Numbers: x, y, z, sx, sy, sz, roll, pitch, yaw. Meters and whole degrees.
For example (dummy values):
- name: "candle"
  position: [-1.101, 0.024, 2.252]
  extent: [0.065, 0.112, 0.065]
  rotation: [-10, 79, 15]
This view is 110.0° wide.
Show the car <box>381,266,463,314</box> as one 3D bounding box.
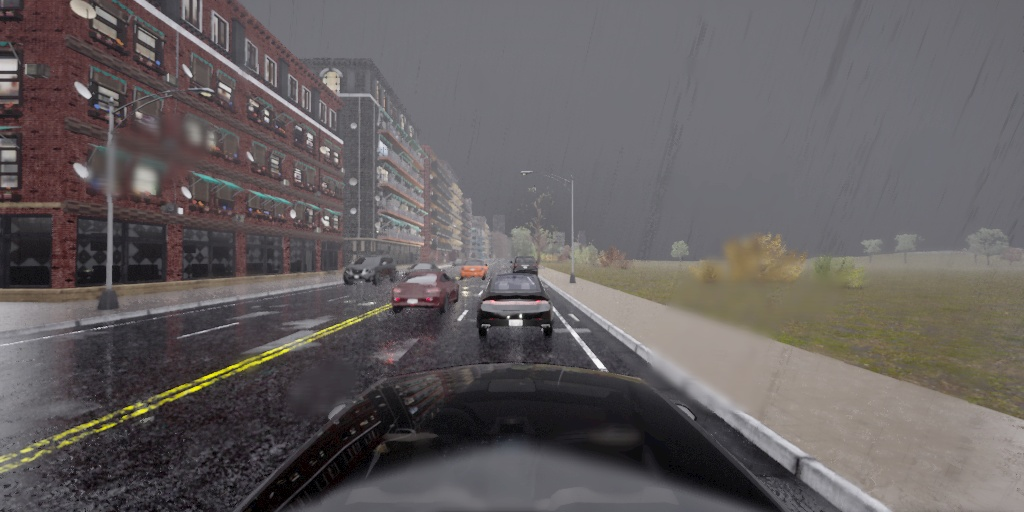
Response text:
- name: "car"
  position: [-3.194, 1.284, 13.790]
  extent: [1.812, 1.442, 4.674]
  rotation: [0, 0, 0]

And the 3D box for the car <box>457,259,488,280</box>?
- name: "car"
  position: [-3.260, 1.122, 31.761]
  extent: [2.097, 1.767, 4.553]
  rotation: [0, 0, 0]

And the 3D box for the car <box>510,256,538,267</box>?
- name: "car"
  position: [1.034, 0.996, 30.884]
  extent: [2.150, 2.045, 5.566]
  rotation: [0, 0, 0]

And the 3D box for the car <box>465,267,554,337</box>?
- name: "car"
  position: [0.071, 1.248, 10.254]
  extent: [2.128, 1.511, 4.902]
  rotation: [0, 0, 0]

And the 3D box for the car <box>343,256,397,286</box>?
- name: "car"
  position: [-9.935, 0.988, 25.657]
  extent: [2.150, 2.045, 5.566]
  rotation: [0, 0, 0]

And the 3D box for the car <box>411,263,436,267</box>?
- name: "car"
  position: [-6.689, 1.246, 27.048]
  extent: [1.882, 1.535, 5.008]
  rotation: [0, 0, 0]
